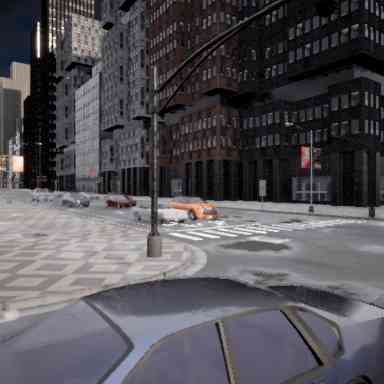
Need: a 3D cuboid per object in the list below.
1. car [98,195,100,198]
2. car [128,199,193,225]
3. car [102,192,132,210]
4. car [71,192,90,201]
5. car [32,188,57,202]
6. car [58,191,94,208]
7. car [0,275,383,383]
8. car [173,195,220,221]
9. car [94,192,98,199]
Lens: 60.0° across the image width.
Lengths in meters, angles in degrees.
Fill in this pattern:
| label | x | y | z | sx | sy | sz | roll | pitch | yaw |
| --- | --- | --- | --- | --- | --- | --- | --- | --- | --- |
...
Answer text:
| label | x | y | z | sx | sy | sz | roll | pitch | yaw |
| --- | --- | --- | --- | --- | --- | --- | --- | --- | --- |
| car | -12.991 | 0.766 | 54.077 | 2.128 | 1.511 | 4.902 | 0 | 1 | -36 |
| car | -2.216 | 1.356 | 22.098 | 1.895 | 1.301 | 4.718 | 0 | 1 | -36 |
| car | -7.562 | 1.036 | 35.082 | 1.882 | 1.535 | 5.008 | 0 | 1 | -36 |
| car | -19.268 | 0.708 | 57.234 | 1.812 | 1.442 | 4.674 | 0 | 1 | -35 |
| car | -23.010 | 0.451 | 51.136 | 2.150 | 2.045 | 5.566 | 0 | 1 | -36 |
| car | -13.031 | 0.845 | 37.121 | 2.097 | 1.767 | 4.553 | 0 | 1 | -36 |
| car | -0.248 | 1.548 | 2.742 | 5.357 | 1.411 | 2.033 | 0 | 0 | -34 |
| car | 0.053 | 1.094 | 24.519 | 2.097 | 1.767 | 4.553 | 0 | 1 | -34 |
| car | -19.062 | 0.715 | 62.506 | 1.895 | 1.301 | 4.718 | 0 | 1 | -36 |
